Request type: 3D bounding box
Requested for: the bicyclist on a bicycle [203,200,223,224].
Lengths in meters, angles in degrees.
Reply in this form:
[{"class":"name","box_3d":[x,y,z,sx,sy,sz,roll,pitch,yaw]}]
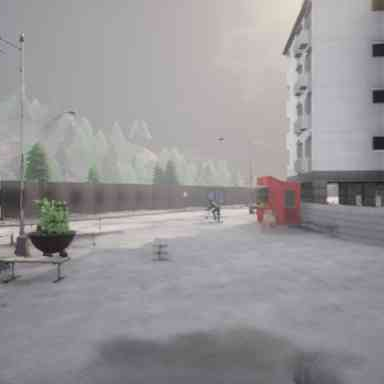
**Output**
[{"class":"bicyclist on a bicycle","box_3d":[1.445,1.367,23.089,1.656,1.620,0.582,0,0,35]}]
